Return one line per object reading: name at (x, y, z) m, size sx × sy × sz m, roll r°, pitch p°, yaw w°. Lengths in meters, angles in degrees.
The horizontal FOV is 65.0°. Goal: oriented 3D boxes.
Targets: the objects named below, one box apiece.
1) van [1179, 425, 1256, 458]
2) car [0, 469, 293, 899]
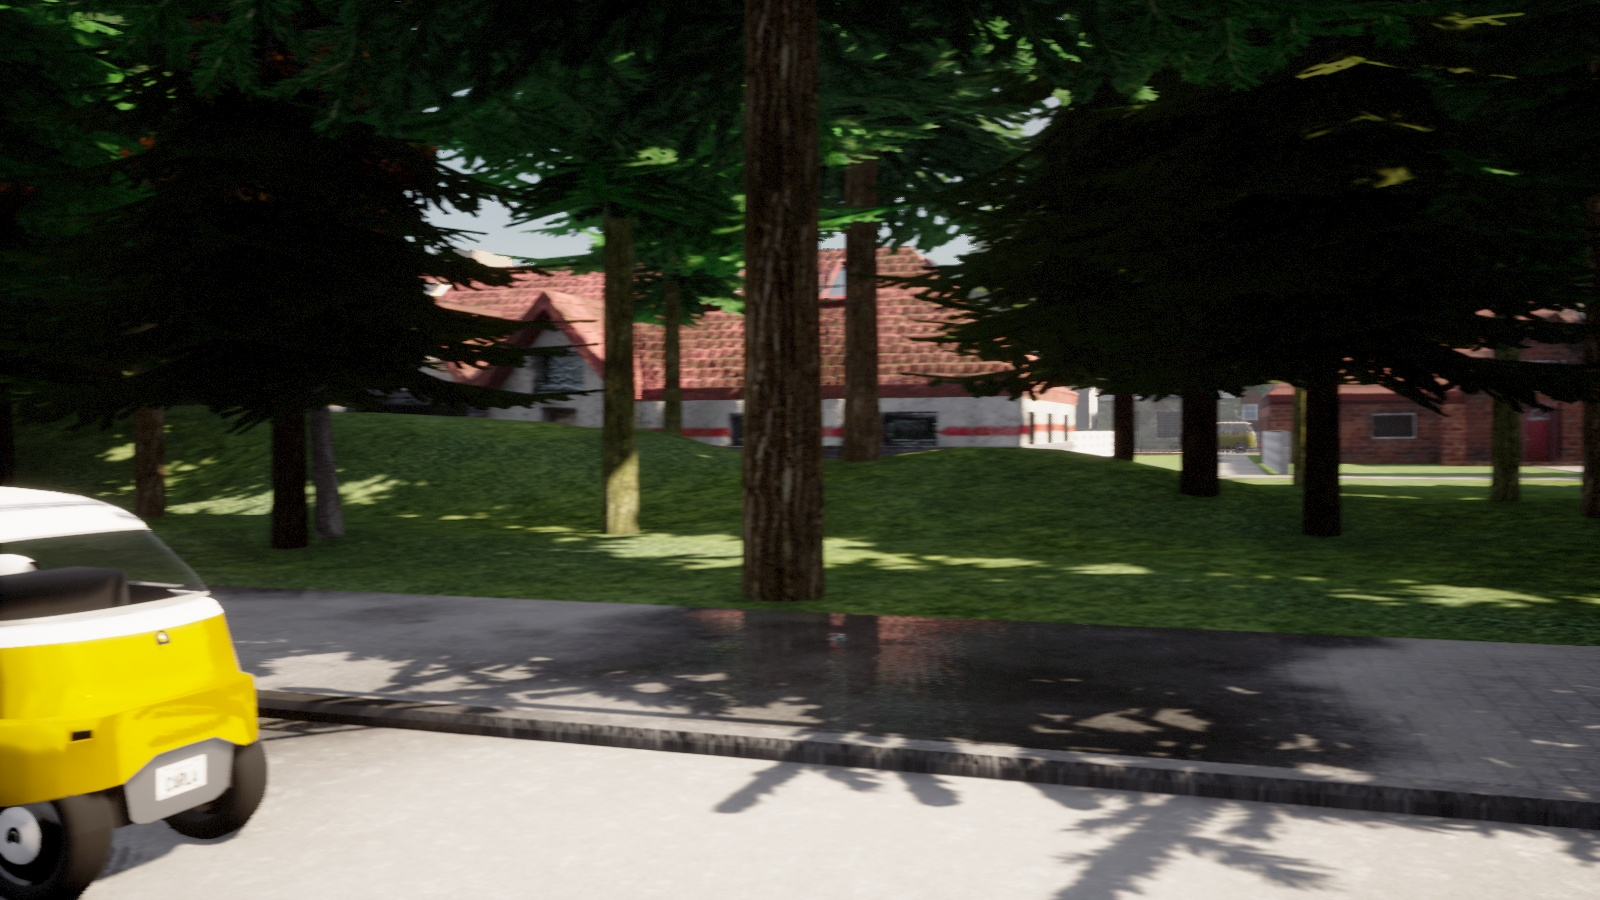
van at (25.745, -0.566, 77.529) m, size 4.442 × 1.987 × 1.775 m, roll 1°, pitch 1°, yaw 19°
car at (-3.388, 0.794, 4.861) m, size 2.207 × 1.376 × 1.481 m, roll 1°, pitch 1°, yaw 19°
